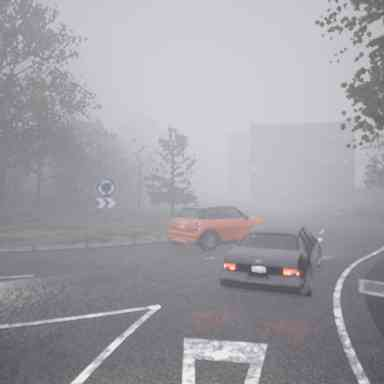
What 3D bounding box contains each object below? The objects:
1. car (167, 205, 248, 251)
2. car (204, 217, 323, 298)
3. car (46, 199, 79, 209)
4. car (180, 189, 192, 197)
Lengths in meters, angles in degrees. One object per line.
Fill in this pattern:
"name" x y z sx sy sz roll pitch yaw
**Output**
"car" 1.254 1.345 14.131 4.553 1.767 2.097 0 0 -39
"car" 2.306 1.544 8.751 2.033 1.411 5.357 0 0 24
"car" -17.270 1.577 44.384 4.181 1.385 1.994 1 0 -22
"car" -1.192 0.152 69.627 2.033 1.411 5.357 0 6 9
